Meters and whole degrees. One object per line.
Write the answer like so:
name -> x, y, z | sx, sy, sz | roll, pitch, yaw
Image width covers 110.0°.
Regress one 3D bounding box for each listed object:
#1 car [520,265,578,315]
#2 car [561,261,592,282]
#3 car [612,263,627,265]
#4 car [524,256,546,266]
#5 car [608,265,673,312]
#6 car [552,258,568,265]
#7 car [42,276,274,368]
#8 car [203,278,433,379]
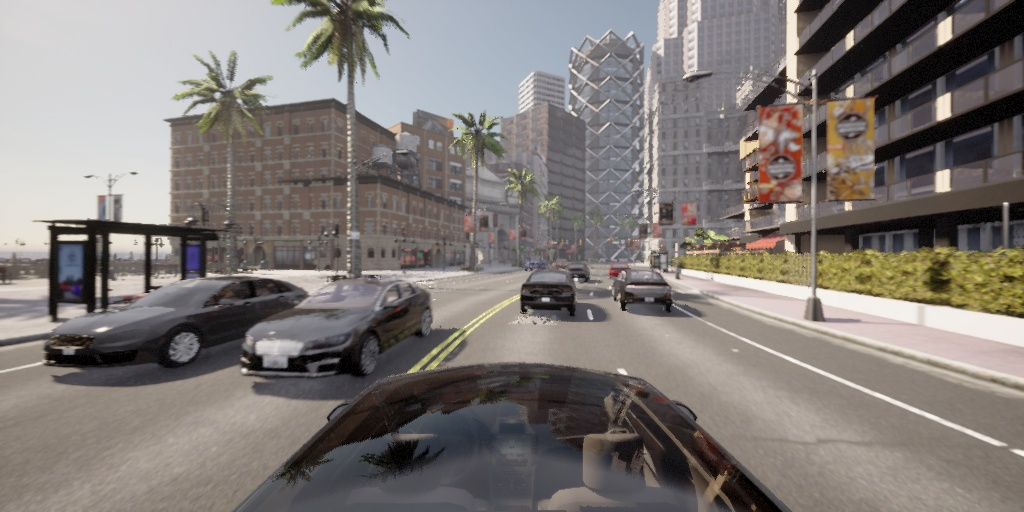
car -> 1.516, 1.266, 13.906 | 1.882, 1.535, 5.008 | 0, 0, 10
car -> 5.669, 1.366, 30.787 | 1.837, 1.490, 4.892 | 0, 0, 15
car -> 9.880, 1.370, 32.989 | 1.882, 1.535, 5.008 | 0, 0, 15
car -> 3.215, 1.028, 48.965 | 2.150, 2.045, 5.566 | 0, 0, 15
car -> 5.241, 1.308, 14.834 | 2.128, 1.511, 4.902 | 0, 0, 11
car -> 6.609, 1.074, 48.109 | 2.097, 1.767, 4.553 | 0, 0, 15
car -> -6.582, 1.231, 7.919 | 1.837, 1.490, 4.892 | 0, 0, 5
car -> -3.112, 1.238, 7.497 | 2.128, 1.511, 4.902 | 0, 0, 5
